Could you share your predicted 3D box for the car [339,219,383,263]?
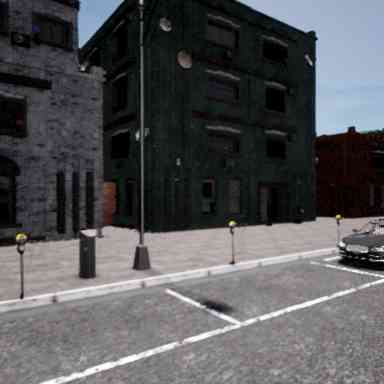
[{"bbox_3d":[6.794,1.626,11.417,4.403,1.369,2.008,0,-1,-36],"label":"car"}]
